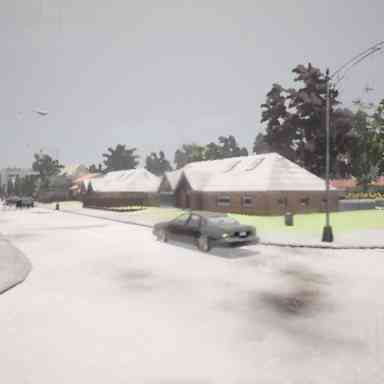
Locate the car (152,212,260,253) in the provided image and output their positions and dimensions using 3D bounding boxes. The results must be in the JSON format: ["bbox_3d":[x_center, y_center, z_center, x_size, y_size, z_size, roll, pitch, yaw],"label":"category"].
[{"bbox_3d":[0.336,1.534,13.860,2.033,1.411,5.357,0,0,-36],"label":"car"}]

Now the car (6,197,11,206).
[{"bbox_3d":[-29.471,1.494,55.203,1.837,1.490,4.892,0,0,-36],"label":"car"}]

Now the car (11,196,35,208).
[{"bbox_3d":[-23.574,1.481,46.938,2.128,1.511,4.902,0,0,-35],"label":"car"}]
